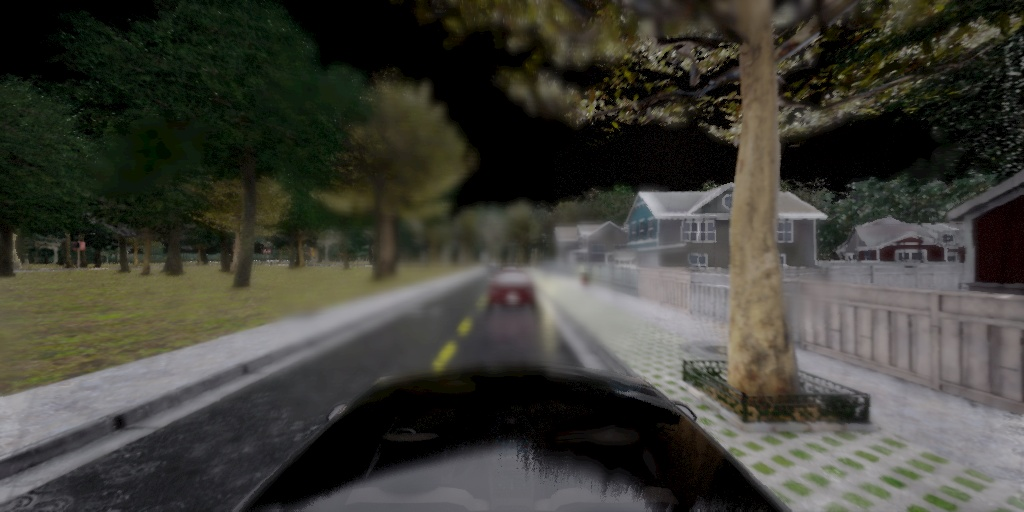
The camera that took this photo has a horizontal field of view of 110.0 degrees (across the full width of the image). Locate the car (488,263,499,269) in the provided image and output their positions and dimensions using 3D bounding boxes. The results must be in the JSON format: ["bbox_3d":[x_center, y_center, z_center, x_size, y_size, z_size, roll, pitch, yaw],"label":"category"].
[{"bbox_3d":[-2.814,1.926,59.727,1.812,1.442,4.674,0,-1,1],"label":"car"}]

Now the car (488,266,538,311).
[{"bbox_3d":[0.051,1.374,15.384,1.882,1.535,5.008,0,0,1],"label":"car"}]
